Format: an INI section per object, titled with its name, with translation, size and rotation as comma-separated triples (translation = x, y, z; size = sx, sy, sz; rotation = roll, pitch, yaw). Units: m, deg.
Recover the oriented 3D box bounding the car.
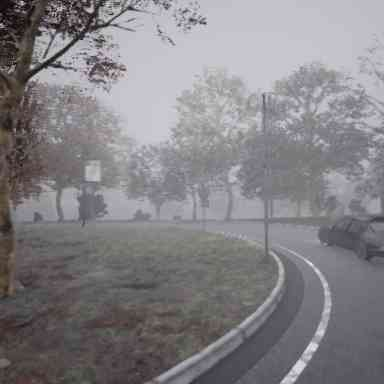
[car]
translation = 6.636, 1.628, 12.644
size = 2.033, 1.411, 5.357
rotation = -1, 0, -1
